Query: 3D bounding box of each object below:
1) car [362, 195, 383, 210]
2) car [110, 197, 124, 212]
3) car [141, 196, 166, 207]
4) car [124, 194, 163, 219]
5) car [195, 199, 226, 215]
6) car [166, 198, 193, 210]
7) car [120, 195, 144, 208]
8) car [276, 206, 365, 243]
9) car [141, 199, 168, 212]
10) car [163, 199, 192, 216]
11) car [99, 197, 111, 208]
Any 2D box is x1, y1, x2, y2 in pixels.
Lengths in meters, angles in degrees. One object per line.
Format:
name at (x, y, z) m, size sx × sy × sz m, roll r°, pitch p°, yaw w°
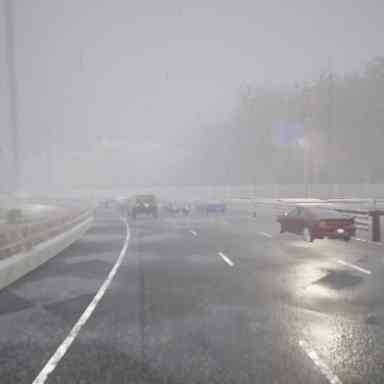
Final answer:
car at (22.516, 1.165, 39.240) m, size 4.553 × 1.767 × 2.097 m, roll -1°, pitch 0°, yaw 7°
car at (-7.744, 1.512, 39.071) m, size 2.128 × 1.511 × 4.902 m, roll 0°, pitch 0°, yaw -24°
car at (-6.046, 1.490, 52.046) m, size 2.128 × 1.511 × 4.902 m, roll 0°, pitch 0°, yaw -30°
car at (-4.479, 1.227, 29.780) m, size 2.150 × 2.045 × 5.566 m, roll 0°, pitch 0°, yaw -17°
car at (1.729, 1.438, 33.463) m, size 1.882 × 1.535 × 5.008 m, roll 0°, pitch 0°, yaw -17°
car at (-1.661, 1.540, 42.695) m, size 1.994 × 1.385 × 4.181 m, roll 0°, pitch 0°, yaw -24°
car at (-9.159, 1.371, 50.445) m, size 2.097 × 1.767 × 4.553 m, roll 0°, pitch 0°, yaw -30°
car at (5.661, 1.426, 15.916) m, size 1.882 × 1.535 × 5.008 m, roll 0°, pitch 0°, yaw -8°
car at (-4.654, 1.562, 40.792) m, size 1.994 × 1.385 × 4.181 m, roll 0°, pitch 0°, yaw -24°
car at (-1.690, 1.585, 32.694) m, size 1.895 × 1.301 × 4.718 m, roll 0°, pitch 0°, yaw -17°
car at (-12.382, 1.550, 49.044) m, size 1.837 × 1.490 × 4.892 m, roll 0°, pitch 0°, yaw -30°
